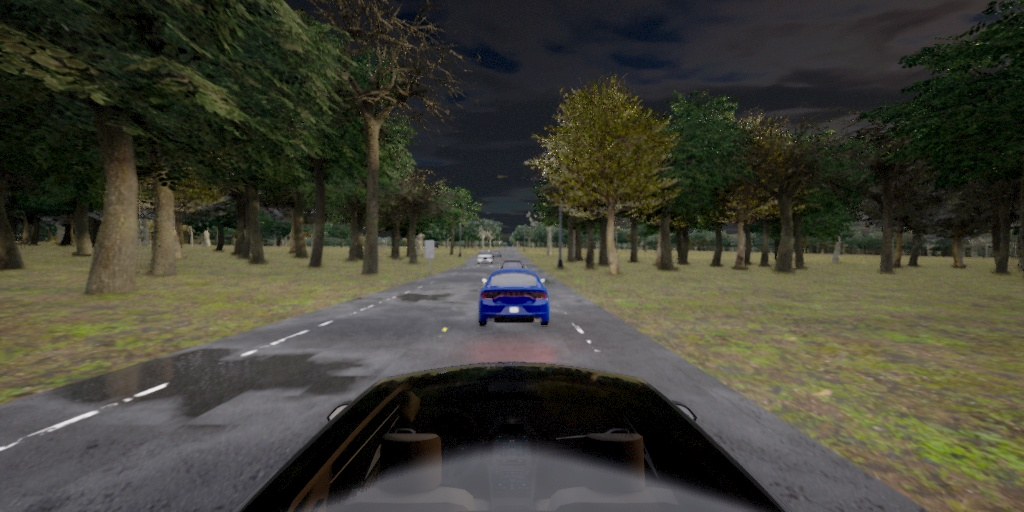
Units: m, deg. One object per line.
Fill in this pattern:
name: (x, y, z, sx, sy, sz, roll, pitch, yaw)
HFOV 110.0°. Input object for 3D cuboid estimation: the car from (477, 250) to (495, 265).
car: (-3.873, 0.200, 51.928, 2.150, 2.045, 5.566, 0, 1, -3)

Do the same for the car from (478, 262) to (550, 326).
car: (0.052, 1.125, 11.190, 1.882, 1.535, 5.008, 0, 1, 0)

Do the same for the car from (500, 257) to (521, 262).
car: (0.044, 1.017, 25.242, 2.033, 1.411, 5.357, 0, 1, 1)
